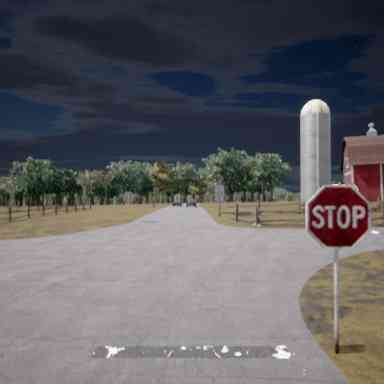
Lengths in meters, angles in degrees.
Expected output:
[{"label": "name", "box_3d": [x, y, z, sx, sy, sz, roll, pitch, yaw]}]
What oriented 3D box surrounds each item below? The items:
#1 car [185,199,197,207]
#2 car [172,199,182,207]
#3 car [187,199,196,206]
[{"label": "car", "box_3d": [-0.104, 2.029, 60.817, 1.837, 1.490, 4.892, 0, -1, 0]}, {"label": "car", "box_3d": [-2.861, 2.147, 65.421, 2.033, 1.411, 5.357, 0, -1, 0]}, {"label": "car", "box_3d": [-0.120, 2.219, 71.247, 1.994, 1.385, 4.181, 0, -1, 0]}]
